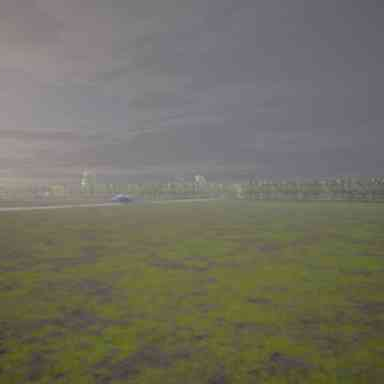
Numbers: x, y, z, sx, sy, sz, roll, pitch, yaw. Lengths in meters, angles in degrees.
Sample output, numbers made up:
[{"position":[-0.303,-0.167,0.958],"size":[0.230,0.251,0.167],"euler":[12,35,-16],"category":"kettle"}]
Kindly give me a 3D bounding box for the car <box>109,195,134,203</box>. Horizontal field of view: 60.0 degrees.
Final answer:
[{"position":[-12.027,1.168,56.751],"size":[1.812,1.442,4.674],"euler":[0,0,37],"category":"car"}]
